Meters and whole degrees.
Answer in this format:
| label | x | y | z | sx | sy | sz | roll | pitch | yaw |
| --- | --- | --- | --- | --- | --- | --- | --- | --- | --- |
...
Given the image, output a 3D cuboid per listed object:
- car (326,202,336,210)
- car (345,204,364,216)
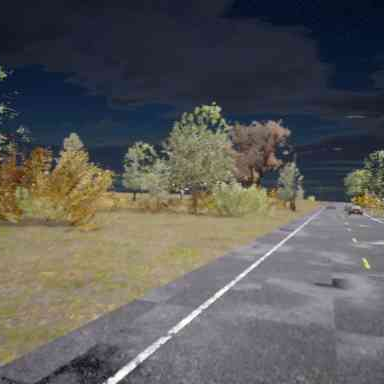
| label | x | y | z | sx | sy | sz | roll | pitch | yaw |
| --- | --- | --- | --- | --- | --- | --- | --- | --- | --- |
| car | 32.482 | 3.162 | 77.746 | 2.097 | 1.767 | 4.553 | 1 | -1 | 23 |
| car | 24.529 | 2.770 | 50.007 | 1.812 | 1.442 | 4.674 | 1 | -1 | 23 |
